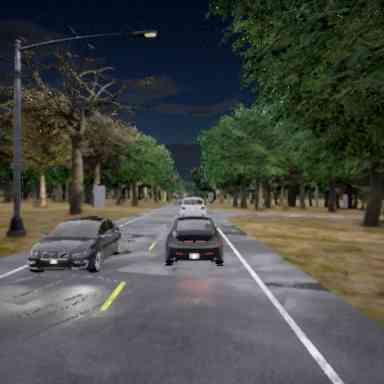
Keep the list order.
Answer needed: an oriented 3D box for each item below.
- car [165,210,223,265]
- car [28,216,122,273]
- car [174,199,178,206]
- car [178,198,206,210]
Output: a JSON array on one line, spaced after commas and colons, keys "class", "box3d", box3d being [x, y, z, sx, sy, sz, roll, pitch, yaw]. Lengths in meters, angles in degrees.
[{"class": "car", "box3d": [0.081, 1.624, 12.151, 1.837, 1.490, 4.892, 0, 0, 0]}, {"class": "car", "box3d": [-3.599, 1.613, 11.086, 1.837, 1.490, 4.892, 0, -1, 0]}, {"class": "car", "box3d": [-3.506, 2.606, 85.756, 2.097, 1.767, 4.553, 0, -1, 0]}, {"class": "car", "box3d": [0.091, 1.538, 30.146, 2.150, 2.045, 5.566, 0, -1, 0]}]
